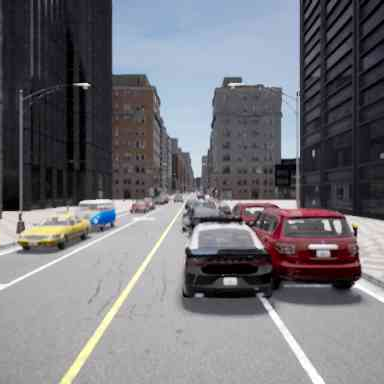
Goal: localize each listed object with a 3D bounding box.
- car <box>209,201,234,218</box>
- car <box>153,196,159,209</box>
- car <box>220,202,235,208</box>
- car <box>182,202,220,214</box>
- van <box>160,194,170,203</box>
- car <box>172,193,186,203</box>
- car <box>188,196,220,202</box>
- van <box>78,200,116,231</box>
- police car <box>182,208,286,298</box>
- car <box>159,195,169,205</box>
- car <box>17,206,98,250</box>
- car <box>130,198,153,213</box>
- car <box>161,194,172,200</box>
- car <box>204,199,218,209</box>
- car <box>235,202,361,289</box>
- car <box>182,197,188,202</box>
[{"bbox_3d":[2.697,1.621,31.706,2.008,1.369,4.403,0,0,0],"label":"car"},{"bbox_3d":[-5.818,1.521,43.017,1.967,1.590,4.097,0,0,0],"label":"car"},{"bbox_3d":[2.679,1.355,14.787,2.192,1.841,5.009,0,0,0],"label":"car"},{"bbox_3d":[0.557,1.527,18.520,1.882,1.535,5.008,0,0,-8],"label":"car"},{"bbox_3d":[-5.790,1.439,71.218,1.690,1.788,3.998,0,0,0],"label":"van"},{"bbox_3d":[-2.930,1.448,73.054,2.097,1.767,4.553,0,0,0],"label":"car"},{"bbox_3d":[0.923,1.411,24.583,2.097,1.767,4.553,0,0,0],"label":"car"},{"bbox_3d":[-5.841,1.394,20.457,1.690,1.788,3.998,0,0,0],"label":"van"},{"bbox_3d":[0.764,1.447,8.739,1.930,1.638,5.238,-1,0,1],"label":"police car"},{"bbox_3d":[-5.801,1.658,59.936,1.947,1.339,4.313,0,0,0],"label":"car"},{"bbox_3d":[-5.847,1.565,14.645,1.752,1.417,4.829,0,0,0],"label":"car"},{"bbox_3d":[-5.823,1.658,37.376,1.802,1.307,4.206,0,0,0],"label":"car"},{"bbox_3d":[-5.795,1.411,65.577,2.192,1.841,5.009,0,0,0],"label":"car"},{"bbox_3d":[2.714,1.666,48.624,1.802,1.307,4.206,0,0,0],"label":"car"},{"bbox_3d":[2.674,1.342,9.147,2.192,1.841,5.009,0,0,0],"label":"car"},{"bbox_3d":[0.060,1.646,45.758,1.994,1.385,4.181,0,0,2],"label":"car"}]
